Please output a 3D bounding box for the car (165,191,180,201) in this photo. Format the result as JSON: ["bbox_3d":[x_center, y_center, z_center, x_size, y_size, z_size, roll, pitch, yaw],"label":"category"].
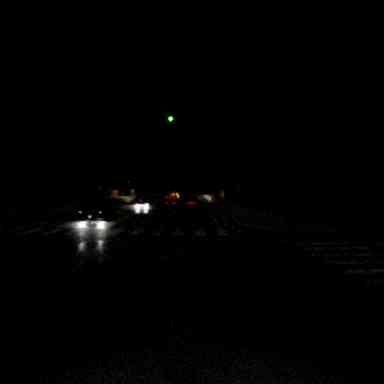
[{"bbox_3d":[-3.315,0.819,53.971,1.895,1.301,4.718,0,1,0],"label":"car"}]

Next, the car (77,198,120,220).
[{"bbox_3d":[-6.612,1.173,24.155,2.033,1.411,5.357,0,1,0],"label":"car"}]

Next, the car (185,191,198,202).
[{"bbox_3d":[-0.063,0.746,53.529,1.837,1.490,4.892,0,1,0],"label":"car"}]

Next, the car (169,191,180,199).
[{"bbox_3d":[-3.332,0.571,63.943,1.882,1.535,5.008,0,1,0],"label":"car"}]

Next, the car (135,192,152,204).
[{"bbox_3d":[-6.620,0.807,45.620,2.128,1.511,4.902,0,1,0],"label":"car"}]

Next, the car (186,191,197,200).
[{"bbox_3d":[-0.082,0.588,63.948,1.882,1.535,5.008,0,1,0],"label":"car"}]
